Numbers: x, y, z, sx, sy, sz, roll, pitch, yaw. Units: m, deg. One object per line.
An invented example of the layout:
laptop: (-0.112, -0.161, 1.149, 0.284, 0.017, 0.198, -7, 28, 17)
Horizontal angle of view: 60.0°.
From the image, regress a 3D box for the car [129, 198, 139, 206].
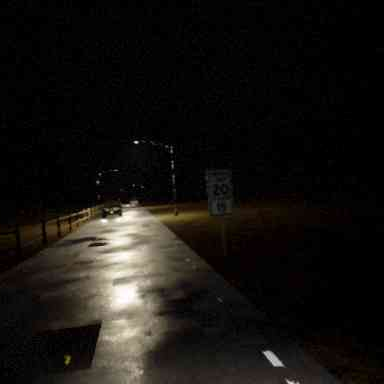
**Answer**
car: (-15.172, 2.674, 87.295, 2.150, 2.045, 5.566, -4, -1, -10)

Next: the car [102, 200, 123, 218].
car: (-9.607, 1.976, 40.347, 2.150, 2.045, 5.566, -4, 0, -10)
